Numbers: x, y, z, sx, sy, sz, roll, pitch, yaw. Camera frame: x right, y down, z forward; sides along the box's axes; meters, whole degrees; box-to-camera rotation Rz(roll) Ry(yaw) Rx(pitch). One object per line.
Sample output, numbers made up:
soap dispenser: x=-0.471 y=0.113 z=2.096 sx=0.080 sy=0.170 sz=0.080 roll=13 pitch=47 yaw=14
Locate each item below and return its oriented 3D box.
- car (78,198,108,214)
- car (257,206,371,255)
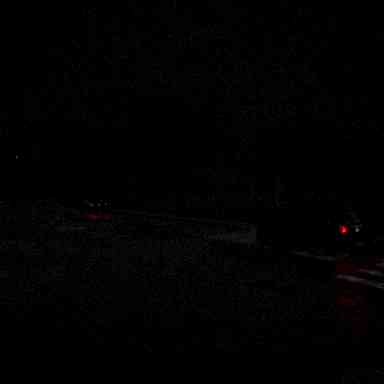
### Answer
car: x=-10.911 y=1.397 z=36.422 sx=2.097 sy=1.767 sz=4.553 roll=-1 pitch=0 yaw=-36
car: x=4.954 y=1.423 z=14.183 sx=2.097 sy=1.767 sz=4.553 roll=-1 pitch=1 yaw=-36
